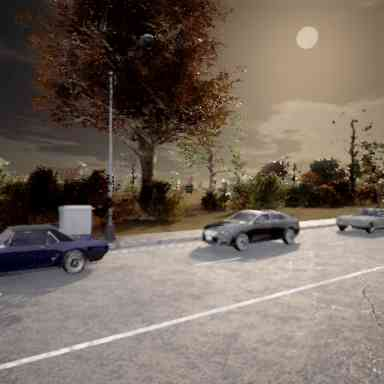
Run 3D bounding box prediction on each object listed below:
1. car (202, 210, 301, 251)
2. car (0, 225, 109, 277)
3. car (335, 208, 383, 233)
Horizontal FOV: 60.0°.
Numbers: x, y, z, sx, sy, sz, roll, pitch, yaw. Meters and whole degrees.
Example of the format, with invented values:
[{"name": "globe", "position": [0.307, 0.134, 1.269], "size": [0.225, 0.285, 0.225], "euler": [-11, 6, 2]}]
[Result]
[{"name": "car", "position": [2.667, 1.543, 14.468], "size": [4.902, 1.511, 2.128], "euler": [0, 0, -35]}, {"name": "car", "position": [-4.850, 1.608, 9.138], "size": [4.718, 1.301, 1.895], "euler": [0, 0, -35]}, {"name": "car", "position": [10.768, 1.679, 20.255], "size": [4.718, 1.301, 1.895], "euler": [0, 0, -36]}]
